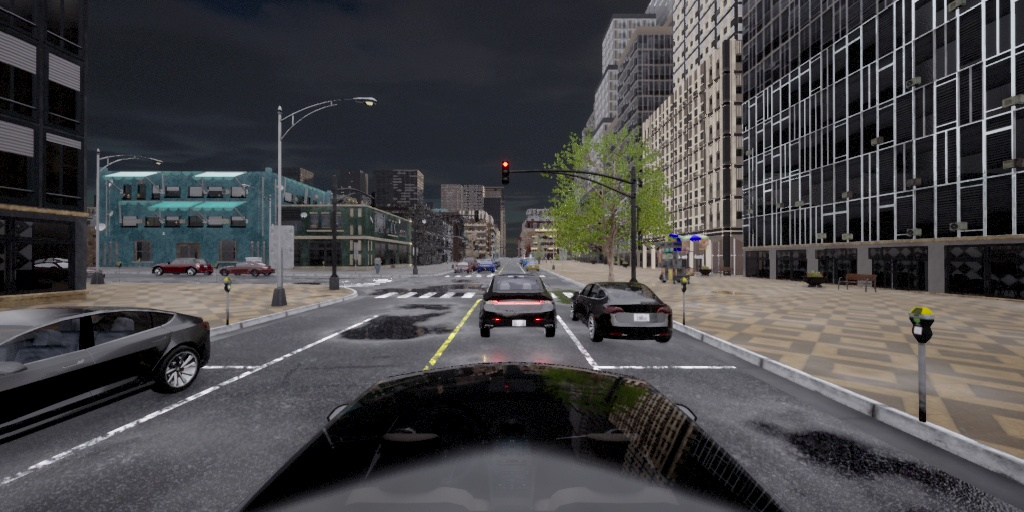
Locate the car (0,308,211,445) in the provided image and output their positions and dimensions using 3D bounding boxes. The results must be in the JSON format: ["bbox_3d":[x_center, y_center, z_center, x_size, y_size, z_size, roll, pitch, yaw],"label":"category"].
[{"bbox_3d":[-5.689,1.316,4.000,1.948,1.339,4.313,0,0,0],"label":"car"}]

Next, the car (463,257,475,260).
[{"bbox_3d":[-5.670,1.068,47.566,2.192,1.841,5.009,0,0,0],"label":"car"}]

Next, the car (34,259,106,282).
[{"bbox_3d":[-28.242,0.980,22.481,4.207,1.307,1.802,0,0,-1],"label":"car"}]

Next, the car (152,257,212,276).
[{"bbox_3d":[-28.357,0.879,30.860,4.097,1.591,1.967,0,0,-1],"label":"car"}]

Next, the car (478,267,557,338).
[{"bbox_3d":[0.114,1.242,10.206,2.128,1.511,4.902,0,0,-1],"label":"car"}]

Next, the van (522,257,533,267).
[{"bbox_3d":[2.713,1.094,53.116,1.690,1.789,3.998,0,0,0],"label":"van"}]

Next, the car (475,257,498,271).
[{"bbox_3d":[-3.083,1.230,43.687,1.882,1.535,5.008,0,0,0],"label":"car"}]

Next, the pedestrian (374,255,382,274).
[{"bbox_3d":[-12.736,0.789,34.023,0.375,1.860,0.375,0,-1,-1],"label":"pedestrian"}]

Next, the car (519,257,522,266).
[{"bbox_3d":[2.717,1.305,64.218,2.007,1.370,4.403,0,0,0],"label":"car"}]

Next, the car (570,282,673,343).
[{"bbox_3d":[2.694,1.316,9.536,1.948,1.339,4.313,0,0,0],"label":"car"}]

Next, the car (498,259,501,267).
[{"bbox_3d":[-3.057,1.318,53.538,1.994,1.385,4.181,0,0,1],"label":"car"}]

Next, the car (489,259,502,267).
[{"bbox_3d":[-3.023,1.303,65.336,2.033,1.411,5.357,0,0,1],"label":"car"}]

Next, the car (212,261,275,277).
[{"bbox_3d":[-22.809,1.090,30.936,4.207,1.307,1.802,0,0,-1],"label":"car"}]

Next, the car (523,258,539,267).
[{"bbox_3d":[2.710,1.278,47.735,1.751,1.417,4.829,0,0,0],"label":"car"}]

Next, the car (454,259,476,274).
[{"bbox_3d":[-5.673,1.335,42.015,1.802,1.307,4.207,0,0,0],"label":"car"}]
